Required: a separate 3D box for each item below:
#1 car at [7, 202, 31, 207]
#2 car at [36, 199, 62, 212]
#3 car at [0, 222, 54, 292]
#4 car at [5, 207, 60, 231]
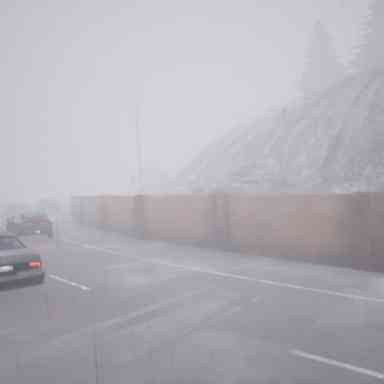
[{"bbox_3d":[-23.656,2.113,45.696,2.097,1.767,4.553,0,-1,-8],"label":"car"},{"bbox_3d":[-20.534,2.023,47.798,2.150,2.045,5.566,0,-1,-6],"label":"car"},{"bbox_3d":[-5.647,1.697,8.830,2.033,1.411,5.357,1,-1,-43],"label":"car"},{"bbox_3d":[-9.292,1.823,18.966,1.837,1.490,4.892,-1,0,-36],"label":"car"}]
